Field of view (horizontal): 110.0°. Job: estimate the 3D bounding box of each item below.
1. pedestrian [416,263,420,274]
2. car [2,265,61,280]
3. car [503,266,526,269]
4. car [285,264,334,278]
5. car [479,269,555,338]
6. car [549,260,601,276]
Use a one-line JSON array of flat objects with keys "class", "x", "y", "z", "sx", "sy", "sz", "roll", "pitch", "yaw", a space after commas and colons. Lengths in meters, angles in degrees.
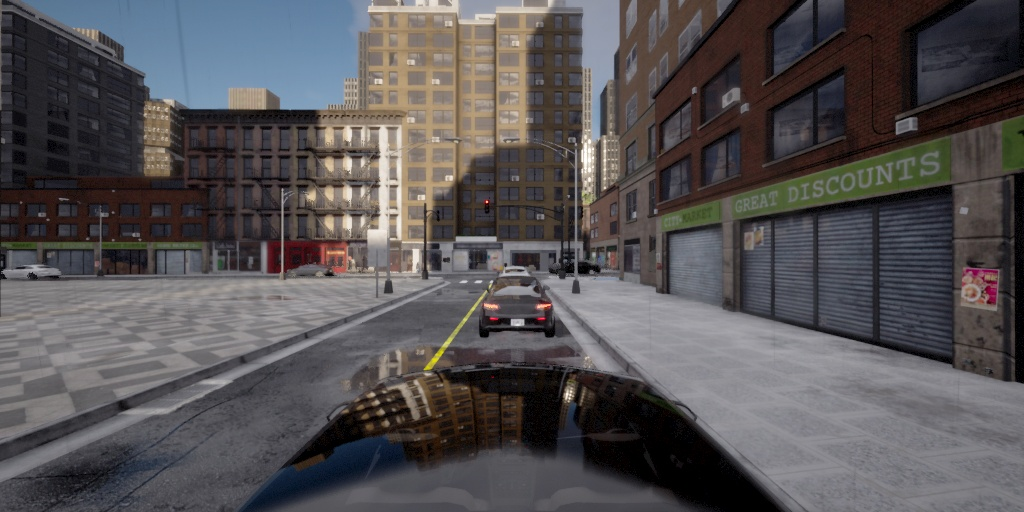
[{"class": "pedestrian", "x": -10.050, "y": 0.969, "z": 38.287, "sx": 0.375, "sy": 1.860, "sz": 0.375, "roll": 0, "pitch": 0, "yaw": -1}, {"class": "car", "x": -46.831, "y": 1.585, "z": 34.863, "sx": 4.674, "sy": 1.442, "sz": 1.812, "roll": 0, "pitch": 0, "yaw": 0}, {"class": "car", "x": 0.145, "y": 1.269, "z": 19.870, "sx": 1.812, "sy": 1.442, "sz": 4.674, "roll": 0, "pitch": 0, "yaw": -1}, {"class": "car", "x": -19.774, "y": 1.456, "z": 35.158, "sx": 4.181, "sy": 1.385, "sz": 1.994, "roll": 0, "pitch": 0, "yaw": -1}, {"class": "car", "x": 0.119, "y": 1.274, "z": 10.089, "sx": 1.812, "sy": 1.442, "sz": 4.674, "roll": 0, "pitch": 0, "yaw": 0}, {"class": "car", "x": 6.110, "y": 1.156, "z": 35.106, "sx": 5.008, "sy": 1.535, "sz": 1.882, "roll": -1, "pitch": 0, "yaw": -4}]
